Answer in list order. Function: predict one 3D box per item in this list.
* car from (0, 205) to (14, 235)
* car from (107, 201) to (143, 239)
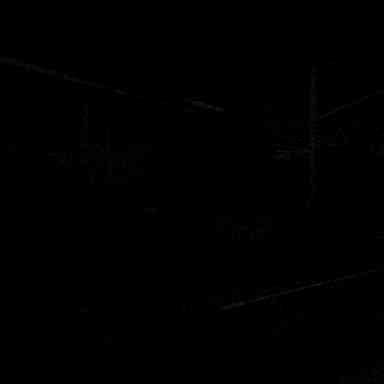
[{"bbox_3d":[-11.417,1.524,18.647,2.242,1.667,4.611,1,0,-36],"label":"car"},{"bbox_3d":[-4.288,1.447,18.384,1.905,1.878,3.866,1,0,-36],"label":"car"}]
